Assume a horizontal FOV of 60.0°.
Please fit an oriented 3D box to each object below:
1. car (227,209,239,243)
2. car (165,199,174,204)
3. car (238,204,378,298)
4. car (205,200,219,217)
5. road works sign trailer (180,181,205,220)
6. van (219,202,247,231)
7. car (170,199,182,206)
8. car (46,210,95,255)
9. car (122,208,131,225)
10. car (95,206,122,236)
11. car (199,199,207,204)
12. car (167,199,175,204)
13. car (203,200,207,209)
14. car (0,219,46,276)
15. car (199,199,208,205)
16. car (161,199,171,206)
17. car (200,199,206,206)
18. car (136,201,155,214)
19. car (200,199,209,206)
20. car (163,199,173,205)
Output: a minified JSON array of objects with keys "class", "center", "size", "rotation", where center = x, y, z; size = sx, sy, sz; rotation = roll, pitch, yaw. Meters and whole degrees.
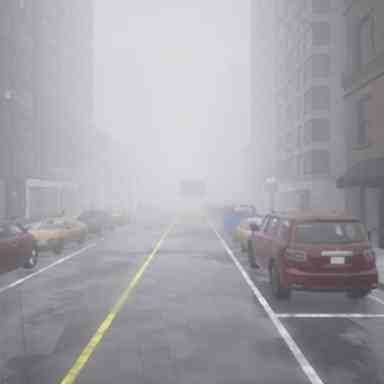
[{"class":"car","center":[2.752,1.665,14.345],"size":[1.752,1.417,4.829],"rotation":[-1,-1,0]},{"class":"car","center":[-5.779,2.455,85.736],"size":[2.008,1.369,4.403],"rotation":[-1,-1,0]},{"class":"car","center":[2.750,1.399,8.672],"size":[2.192,1.841,5.009],"rotation":[-1,-1,0]},{"class":"car","center":[2.751,1.913,36.193],"size":[2.008,1.369,4.403],"rotation":[-1,-1,0]},{"class":"road works sign trailer","center":[0.042,0.738,31.273],"size":[2.380,3.560,2.880],"rotation":[0,0,-2]},{"class":"van","center":[2.749,1.533,19.681],"size":[1.690,1.788,3.998],"rotation":[-1,-1,0]},{"class":"car","center":[-3.005,2.296,71.775],"size":[1.994,1.385,4.181],"rotation":[0,-1,0]},{"class":"car","center":[-5.773,1.661,14.003],"size":[1.752,1.417,4.829],"rotation":[-1,-1,0]},{"class":"car","center":[-5.774,1.771,25.014],"size":[1.752,1.417,4.829],"rotation":[-1,-1,0]},{"class":"car","center":[-5.773,1.758,19.677],"size":[1.947,1.339,4.313],"rotation":[-1,-1,0]},{"class":"car","center":[2.746,2.449,85.737],"size":[1.887,1.381,4.507],"rotation":[-1,-1,0]},{"class":"car","center":[-5.779,2.511,91.241],"size":[1.887,1.381,4.507],"rotation":[-1,-1,0]},{"class":"car","center":[2.750,1.965,41.698],"size":[1.887,1.381,4.507],"rotation":[-1,-1,0]},{"class":"car","center":[-5.773,1.524,8.670],"size":[1.967,1.590,4.097],"rotation":[-1,-1,0]},{"class":"car","center":[2.747,2.387,80.232],"size":[1.887,1.381,4.507],"rotation":[-1,-1,0]},{"class":"car","center":[-5.779,2.220,74.727],"size":[1.967,1.590,4.097],"rotation":[-1,-1,0]},{"class":"car","center":[2.747,1.979,52.709],"size":[1.967,1.590,4.097],"rotation":[-1,-1,0]},{"class":"car","center":[-5.776,1.860,41.699],"size":[1.967,1.590,4.097],"rotation":[-1,-1,0]},{"class":"car","center":[2.747,2.346,74.727],"size":[1.947,1.339,4.313],"rotation":[-1,-1,0]},{"class":"car","center":[-5.778,2.408,80.231],"size":[1.947,1.339,4.313],"rotation":[-1,-1,0]}]
